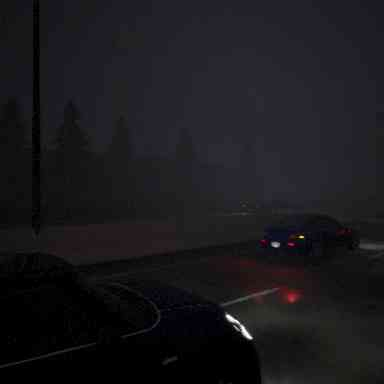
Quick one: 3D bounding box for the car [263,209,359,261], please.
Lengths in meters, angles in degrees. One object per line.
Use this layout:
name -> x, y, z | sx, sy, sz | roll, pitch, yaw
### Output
car -> 4.400, 1.512, 12.196 | 4.674, 1.442, 1.812 | 0, 0, -42

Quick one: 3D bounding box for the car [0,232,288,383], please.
car -> -1.519, 1.351, 2.873 | 4.553, 1.767, 2.097 | 0, 0, -36

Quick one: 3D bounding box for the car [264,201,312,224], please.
car -> 7.466, 1.500, 25.547 | 1.812, 1.442, 4.674 | 0, 0, 41
